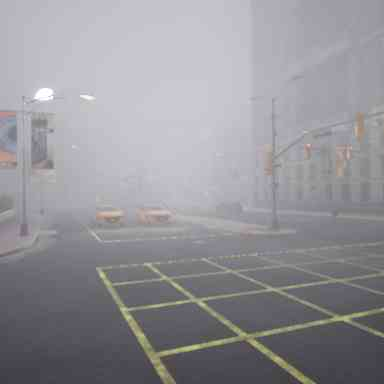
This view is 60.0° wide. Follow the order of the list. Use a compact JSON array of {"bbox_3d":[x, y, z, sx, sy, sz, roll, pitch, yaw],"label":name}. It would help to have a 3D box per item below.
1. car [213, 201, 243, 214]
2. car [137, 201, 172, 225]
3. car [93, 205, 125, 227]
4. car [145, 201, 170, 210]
[{"bbox_3d":[4.235,1.797,39.546,1.837,1.490,4.892,0,-1,-22],"label":"car"},{"bbox_3d":[-3.099,1.720,26.634,1.882,1.535,5.008,0,-1,-22],"label":"car"},{"bbox_3d":[-6.514,1.739,25.739,1.882,1.535,5.008,0,0,-22],"label":"car"},{"bbox_3d":[-5.516,2.073,52.823,1.895,1.301,4.718,0,-1,-35],"label":"car"}]
